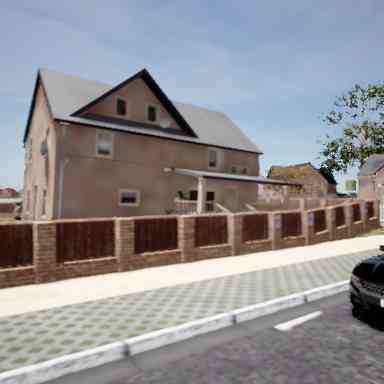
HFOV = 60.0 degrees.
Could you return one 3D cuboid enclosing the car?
[{"bbox_3d":[5.174,1.539,6.735,5.008,1.535,1.882,1,0,-35],"label":"car"}]
